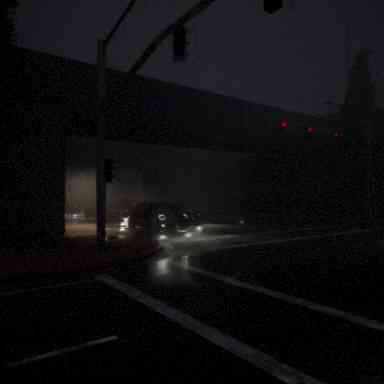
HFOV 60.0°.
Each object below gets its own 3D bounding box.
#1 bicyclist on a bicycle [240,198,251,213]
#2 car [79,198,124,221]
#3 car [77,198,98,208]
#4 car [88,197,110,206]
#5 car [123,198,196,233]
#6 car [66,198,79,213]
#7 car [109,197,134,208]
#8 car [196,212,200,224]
[{"bbox_3d":[5.653,1.430,35.211,1.656,1.620,0.582,0,0,-36],"label":"bicyclist on a bicycle"},{"bbox_3d":[-7.473,1.537,27.788,1.882,1.535,5.008,0,0,-36],"label":"car"},{"bbox_3d":[-16.507,1.630,52.490,1.812,1.442,4.674,0,0,-36],"label":"car"},{"bbox_3d":[-16.440,1.670,58.429,2.033,1.411,5.357,0,0,-35],"label":"car"},{"bbox_3d":[-2.112,1.407,20.396,2.097,1.767,4.553,0,0,-36],"label":"car"},{"bbox_3d":[-14.498,1.666,37.481,1.895,1.301,4.718,0,0,-36],"label":"car"},{"bbox_3d":[-10.773,1.595,50.559,1.882,1.535,5.008,0,0,-36],"label":"car"},{"bbox_3d":[-1.281,1.598,25.211,1.812,1.442,4.674,0,0,-36],"label":"car"}]
